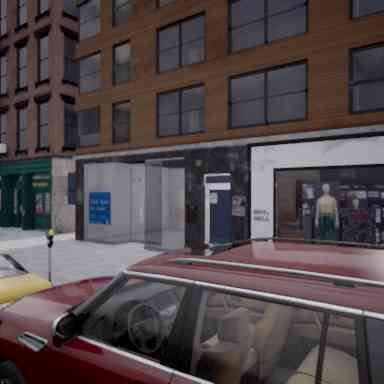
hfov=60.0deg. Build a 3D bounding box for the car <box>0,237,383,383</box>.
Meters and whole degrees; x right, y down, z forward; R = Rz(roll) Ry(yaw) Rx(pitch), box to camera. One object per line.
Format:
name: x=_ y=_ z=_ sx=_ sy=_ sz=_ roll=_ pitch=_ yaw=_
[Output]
car: x=0.347 y=1.314 z=2.564 sx=5.009 sy=1.841 sz=2.192 roll=0 pitch=0 yaw=36
